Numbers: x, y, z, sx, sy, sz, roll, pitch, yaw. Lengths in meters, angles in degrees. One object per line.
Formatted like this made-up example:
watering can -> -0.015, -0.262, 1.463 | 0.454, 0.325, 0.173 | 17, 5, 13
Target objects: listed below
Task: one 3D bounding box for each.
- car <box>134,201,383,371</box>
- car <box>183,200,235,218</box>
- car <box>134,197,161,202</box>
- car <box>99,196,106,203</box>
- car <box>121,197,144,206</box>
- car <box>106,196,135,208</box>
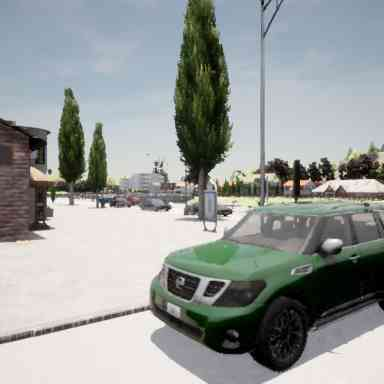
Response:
car -> 2.000, 1.221, 6.049 | 5.566, 2.045, 2.150 | 0, 0, -36
car -> 1.503, 1.548, 31.361 | 2.033, 1.411, 5.357 | 0, 0, -36
car -> -4.502, 1.547, 39.726 | 2.033, 1.411, 5.357 | 0, 0, -36
car -> -16.851, 1.478, 64.110 | 1.882, 1.535, 5.008 | 0, 0, -36
car -> -9.722, 1.526, 54.187 | 1.812, 1.442, 4.674 | 0, 0, -36
car -> -10.371, 1.564, 47.948 | 1.994, 1.385, 4.181 | 0, 0, -35
